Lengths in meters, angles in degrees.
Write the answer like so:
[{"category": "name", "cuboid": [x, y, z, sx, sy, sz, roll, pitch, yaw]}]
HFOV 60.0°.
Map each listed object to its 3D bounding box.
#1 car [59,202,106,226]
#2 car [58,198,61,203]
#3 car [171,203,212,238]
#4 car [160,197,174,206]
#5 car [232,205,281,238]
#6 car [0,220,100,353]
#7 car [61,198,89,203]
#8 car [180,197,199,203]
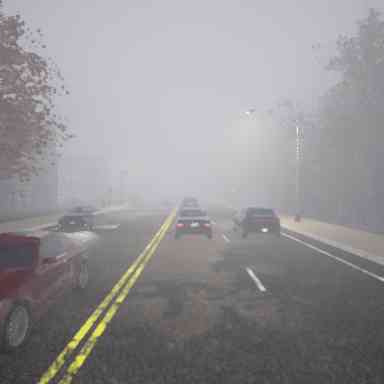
[{"category": "car", "cuboid": [-6.690, 1.536, 20.577, 1.994, 1.385, 4.181, 0, 0, -1]}, {"category": "car", "cuboid": [-29.158, 1.727, 68.342, 4.403, 1.369, 2.008, -1, 1, -1]}, {"category": "car", "cuboid": [0.048, 1.522, 17.394, 2.033, 1.411, 5.357, 0, 0, -1]}, {"category": "car", "cuboid": [-3.852, 1.531, 52.182, 2.033, 1.411, 5.357, 0, 0, -1]}, {"category": "car", "cuboid": [3.290, 1.478, 17.547, 1.837, 1.490, 4.892, 0, 0, -1]}, {"category": "car", "cuboid": [-3.353, 1.517, 6.256, 1.812, 1.442, 4.674, 0, 0, 0]}, {"category": "car", "cuboid": [-20.687, 1.739, 59.968, 4.313, 1.339, 1.947, -1, 1, -1]}, {"category": "car", "cuboid": [-0.268, 1.299, 37.793, 2.097, 1.767, 4.553, 0, 0, -1]}]
